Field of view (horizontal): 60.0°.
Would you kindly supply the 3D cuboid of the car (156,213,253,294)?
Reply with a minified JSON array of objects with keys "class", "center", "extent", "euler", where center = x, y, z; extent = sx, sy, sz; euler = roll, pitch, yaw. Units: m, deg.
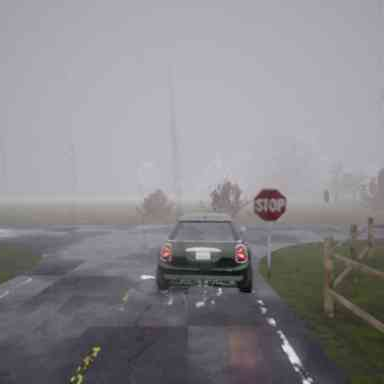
[{"class":"car","center":[0.431,1.346,9.033],"extent":[2.097,1.767,4.553],"euler":[0,0,5]}]
